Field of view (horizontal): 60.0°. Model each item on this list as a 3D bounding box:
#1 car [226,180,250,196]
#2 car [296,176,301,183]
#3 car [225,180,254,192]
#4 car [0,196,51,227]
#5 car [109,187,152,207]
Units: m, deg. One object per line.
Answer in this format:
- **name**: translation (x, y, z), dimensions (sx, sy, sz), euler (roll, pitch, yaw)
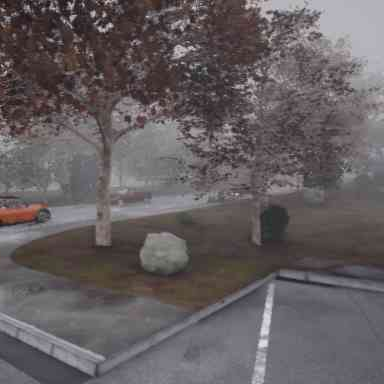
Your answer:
- **car**: translation (5.989, -0.578, 39.880), dimensions (2.097, 1.767, 4.553), euler (2, 5, 37)
- **car**: translation (20.131, -2.264, 58.499), dimensions (2.150, 2.045, 5.566), euler (2, 5, 37)
- **car**: translation (6.758, -0.865, 46.559), dimensions (1.837, 1.490, 4.892), euler (2, 5, 37)
- **car**: translation (-10.036, 1.012, 18.183), dimensions (2.097, 1.767, 4.553), euler (1, 4, 23)
- **car**: translation (-5.816, 0.376, 30.044), dimensions (1.882, 1.535, 5.008), euler (2, 4, 37)
